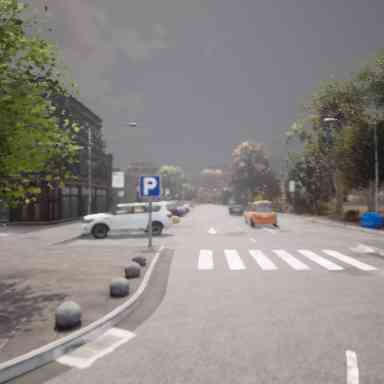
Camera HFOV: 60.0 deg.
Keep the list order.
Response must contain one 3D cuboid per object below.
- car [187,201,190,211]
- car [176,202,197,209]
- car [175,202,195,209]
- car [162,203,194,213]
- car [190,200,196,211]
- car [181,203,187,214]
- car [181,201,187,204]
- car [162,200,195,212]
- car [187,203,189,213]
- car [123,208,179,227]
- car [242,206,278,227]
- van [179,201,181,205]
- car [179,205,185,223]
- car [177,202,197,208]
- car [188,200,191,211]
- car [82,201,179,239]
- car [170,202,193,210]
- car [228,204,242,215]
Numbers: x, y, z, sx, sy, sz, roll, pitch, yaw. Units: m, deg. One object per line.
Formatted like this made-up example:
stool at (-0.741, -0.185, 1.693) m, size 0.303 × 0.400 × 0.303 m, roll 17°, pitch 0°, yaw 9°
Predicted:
car at (-3.160, 2.377, 44.828) m, size 4.553 × 1.767 × 2.185 m, roll -1°, pitch -1°, yaw -18°
car at (-1.530, 3.605, 89.867) m, size 5.366 × 1.575 × 1.946 m, roll -1°, pitch -2°, yaw -18°
car at (-1.804, 3.533, 86.810) m, size 4.892 × 1.521 × 2.231 m, roll -1°, pitch -2°, yaw -18°
car at (-2.502, 2.848, 59.882) m, size 5.366 × 1.575 × 1.946 m, roll -1°, pitch -2°, yaw -18°
car at (-2.862, 2.459, 53.839) m, size 5.566 × 2.045 × 2.435 m, roll -1°, pitch -2°, yaw -18°
car at (-3.481, 2.302, 35.813) m, size 5.008 × 1.535 × 2.097 m, roll -1°, pitch -1°, yaw -18°
car at (-3.425, 2.244, 38.817) m, size 4.553 × 1.767 × 2.185 m, roll -1°, pitch -2°, yaw -18°
car at (-2.566, 2.674, 62.848) m, size 5.566 × 2.045 × 2.435 m, roll -1°, pitch -2°, yaw -18°
car at (-3.292, 2.476, 41.819) m, size 4.674 × 1.452 × 2.002 m, roll -1°, pitch -2°, yaw -18°
car at (-3.684, 2.210, 29.814) m, size 4.674 × 1.452 × 2.002 m, roll -1°, pitch -2°, yaw -18°
car at (5.786, 1.955, 28.230) m, size 2.097 × 1.767 × 4.553 m, roll 0°, pitch -1°, yaw 2°
van at (-3.698, 2.012, 32.778) m, size 4.442 × 1.987 × 1.878 m, roll -1°, pitch -1°, yaw -18°
car at (-3.594, 2.098, 26.870) m, size 5.366 × 1.575 × 1.946 m, roll -1°, pitch -2°, yaw -18°
car at (-1.444, 3.683, 92.866) m, size 5.366 × 1.575 × 1.946 m, roll -1°, pitch -2°, yaw -18°
car at (-3.058, 2.445, 47.826) m, size 4.553 × 1.767 × 2.185 m, roll -1°, pitch -1°, yaw -18°
car at (-3.975, 1.719, 20.793) m, size 5.566 × 2.045 × 2.435 m, roll -1°, pitch -1°, yaw -18°
car at (-2.305, 3.022, 71.814) m, size 4.553 × 1.767 × 2.185 m, roll -1°, pitch -2°, yaw -18°
car at (6.383, 2.542, 48.268) m, size 2.128 × 1.511 × 4.902 m, roll 0°, pitch -1°, yaw 2°
